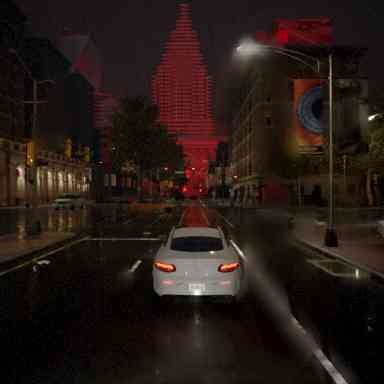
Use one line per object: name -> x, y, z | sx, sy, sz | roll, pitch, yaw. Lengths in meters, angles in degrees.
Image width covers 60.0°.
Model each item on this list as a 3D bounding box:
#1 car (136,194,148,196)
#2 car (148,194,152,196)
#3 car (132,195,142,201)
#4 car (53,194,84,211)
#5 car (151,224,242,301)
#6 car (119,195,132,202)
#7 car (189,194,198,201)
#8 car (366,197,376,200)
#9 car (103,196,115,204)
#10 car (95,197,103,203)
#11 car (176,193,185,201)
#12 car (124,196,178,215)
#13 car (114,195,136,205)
car -> -11.205, 1.540, 70.775 | 2.033, 1.411, 5.357 | 0, 0, 0
car -> -11.144, 1.355, 85.125 | 2.097, 1.767, 4.553 | 0, 0, 0
car -> -14.626, 1.464, 89.276 | 1.882, 1.535, 5.008 | 0, 0, 0
car -> -14.933, 1.222, 40.618 | 2.150, 2.045, 5.566 | 0, 0, 0
car -> 0.110, 1.526, 8.204 | 1.812, 1.442, 4.674 | 0, 0, 1
car -> -14.691, 1.500, 74.079 | 1.837, 1.490, 4.892 | 0, 0, 0
car -> 0.362, 1.493, 86.484 | 1.837, 1.490, 4.892 | 0, 0, 0
car -> 34.730, 1.481, 68.120 | 2.231, 1.521, 4.892 | 0, 0, 0
car -> -14.780, 1.547, 63.438 | 2.033, 1.411, 5.357 | 0, 0, 1
car -> -17.970, 1.595, 66.948 | 1.895, 1.301, 4.718 | 0, 0, 0
car -> -3.138, 1.218, 86.529 | 2.150, 2.045, 5.566 | 0, 0, 0
car -> -4.223, 1.477, 33.763 | 5.008, 1.535, 1.882 | 0, 1, 36
car -> -11.348, 1.478, 56.797 | 1.882, 1.535, 5.008 | 0, 1, 0
